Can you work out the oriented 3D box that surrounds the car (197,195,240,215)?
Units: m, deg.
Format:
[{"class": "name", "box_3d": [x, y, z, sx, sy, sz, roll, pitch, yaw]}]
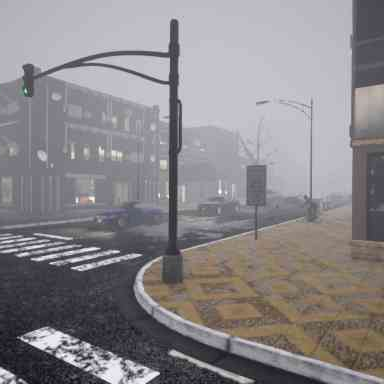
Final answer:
[{"class": "car", "box_3d": [2.350, 1.028, 28.437, 1.882, 1.535, 5.008, 1, 1, 35]}]

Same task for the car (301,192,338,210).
[{"class": "car", "box_3d": [12.711, 0.993, 33.029, 2.008, 1.369, 4.403, 2, 2, 35]}]

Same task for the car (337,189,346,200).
[{"class": "car", "box_3d": [23.375, 0.652, 53.171, 1.895, 1.301, 4.718, 1, 1, 35]}]

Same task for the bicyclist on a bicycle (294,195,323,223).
[{"class": "bicyclist on a bicycle", "box_3d": [6.830, 1.003, 19.562, 1.656, 1.620, 0.582, 0, 1, 35]}]

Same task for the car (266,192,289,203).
[{"class": "car", "box_3d": [12.170, 0.767, 47.203, 1.802, 1.307, 4.206, 2, 2, 35]}]

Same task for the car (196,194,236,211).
[{"class": "car", "box_3d": [2.450, 1.011, 33.340, 2.008, 1.369, 4.403, 2, 2, 35]}]

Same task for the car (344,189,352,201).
[{"class": "car", "box_3d": [25.481, 0.619, 51.641, 1.887, 1.381, 4.507, 2, 2, 35]}]

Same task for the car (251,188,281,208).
[{"class": "car", "box_3d": [8.369, 0.599, 37.105, 2.150, 2.045, 5.566, 1, 1, 35]}]

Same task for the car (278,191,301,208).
[{"class": "car", "box_3d": [11.459, 0.883, 35.970, 2.128, 1.511, 4.902, 1, 1, 35]}]

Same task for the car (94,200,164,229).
[{"class": "car", "box_3d": [-3.600, 1.248, 19.843, 1.812, 1.442, 4.674, 1, 1, 37]}]
